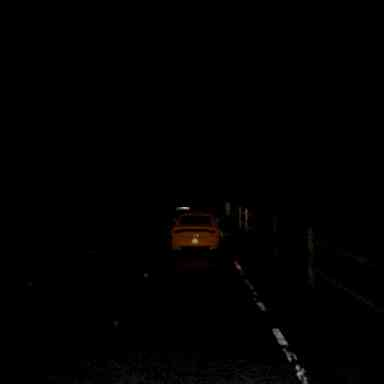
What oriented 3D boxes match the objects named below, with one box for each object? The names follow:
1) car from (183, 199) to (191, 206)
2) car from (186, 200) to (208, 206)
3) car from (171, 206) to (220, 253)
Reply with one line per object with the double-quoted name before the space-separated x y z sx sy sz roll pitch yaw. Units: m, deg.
"car" -0.644 2.187 64.892 2.128 1.511 4.902 0 -1 3
"car" 0.745 1.773 29.373 1.882 1.535 5.008 0 0 2
"car" 0.188 1.620 14.405 1.882 1.535 5.008 0 0 2
